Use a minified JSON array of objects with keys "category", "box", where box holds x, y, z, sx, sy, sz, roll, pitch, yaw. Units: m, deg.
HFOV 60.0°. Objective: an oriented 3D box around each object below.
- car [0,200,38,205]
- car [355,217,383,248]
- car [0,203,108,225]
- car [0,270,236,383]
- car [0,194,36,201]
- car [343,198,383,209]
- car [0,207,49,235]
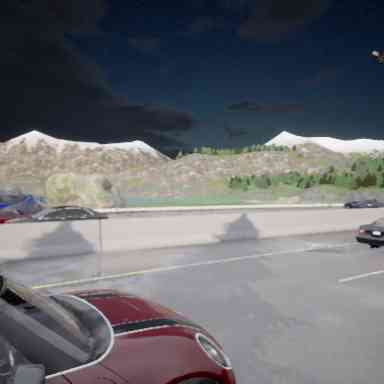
[{"category":"car","box":[-11.058,1.477,21.748,5.357,1.411,2.033,0,0,-34]},{"category":"car","box":[8.874,1.537,13.241,5.357,1.411,2.033,0,0,-29]},{"category":"car","box":[-6.514,1.455,16.318,4.892,1.490,1.837,0,0,-33]},{"category":"car","box":[-1.805,1.343,2.349,4.553,1.767,2.097,0,0,-36]},{"category":"car","box":[-14.044,1.140,23.922,5.566,2.045,2.150,0,0,-34]},{"category":"car","box":[22.006,1.502,42.459,5.357,1.411,2.033,0,0,-20]},{"category":"car","box":[-10.441,1.540,17.921,4.718,1.301,1.895,0,0,-34]}]
